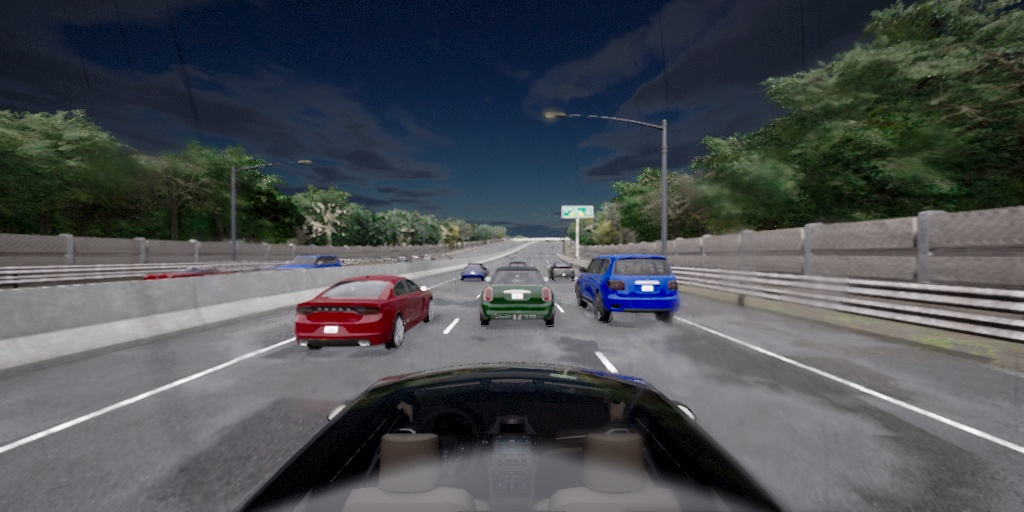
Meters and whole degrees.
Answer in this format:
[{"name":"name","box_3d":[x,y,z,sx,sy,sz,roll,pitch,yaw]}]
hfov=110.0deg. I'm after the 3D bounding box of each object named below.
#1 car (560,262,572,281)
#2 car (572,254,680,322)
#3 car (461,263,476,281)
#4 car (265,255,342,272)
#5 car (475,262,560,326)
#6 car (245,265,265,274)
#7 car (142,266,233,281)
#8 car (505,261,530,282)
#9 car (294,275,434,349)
[{"name":"car","box_3d":[3.959,1.208,29.325,2.128,1.511,4.902,0,0,1]},{"name":"car","box_3d":[3.665,0.959,12.322,2.150,2.045,5.566,0,0,1]},{"name":"car","box_3d":[-3.026,1.275,29.983,1.994,1.385,4.181,0,0,1]},{"name":"car","box_3d":[-13.849,0.932,24.731,2.150,2.045,5.566,0,0,1]},{"name":"car","box_3d":[0.162,1.090,11.735,2.097,1.767,4.553,0,0,1]},{"name":"car","box_3d":[-17.316,1.272,26.047,1.994,1.385,4.181,0,0,1]},{"name":"car","box_3d":[-20.877,1.311,23.328,1.895,1.301,4.718,0,0,1]},{"name":"car","box_3d":[0.460,1.219,29.391,1.837,1.490,4.892,0,0,1]},{"name":"car","box_3d":[-3.359,1.217,9.165,1.882,1.535,5.008,0,0,0]}]
